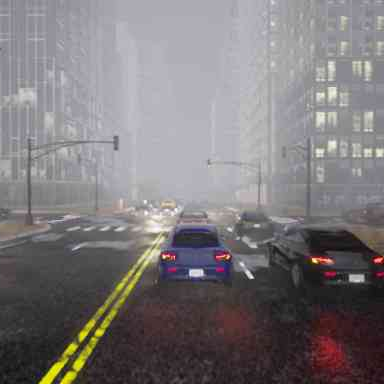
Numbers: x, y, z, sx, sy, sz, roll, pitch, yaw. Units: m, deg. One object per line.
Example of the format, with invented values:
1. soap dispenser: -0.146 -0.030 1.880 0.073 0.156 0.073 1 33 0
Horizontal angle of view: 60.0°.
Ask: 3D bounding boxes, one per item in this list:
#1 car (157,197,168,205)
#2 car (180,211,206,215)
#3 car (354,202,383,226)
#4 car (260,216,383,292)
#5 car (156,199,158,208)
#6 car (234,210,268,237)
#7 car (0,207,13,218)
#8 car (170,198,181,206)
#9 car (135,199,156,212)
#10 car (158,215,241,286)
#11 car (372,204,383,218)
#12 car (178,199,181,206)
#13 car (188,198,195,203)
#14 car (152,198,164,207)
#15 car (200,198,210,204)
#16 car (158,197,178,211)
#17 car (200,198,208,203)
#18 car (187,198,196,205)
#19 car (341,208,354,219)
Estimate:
1. car: -6.601 1.980 75.416 2.097 1.767 4.553 0 0 0
2. car: 0.076 1.797 20.580 1.895 1.301 4.718 0 -1 0
3. car: 16.167 1.764 26.478 5.009 1.841 2.192 0 0 1
4. car: 3.339 1.605 9.048 1.812 1.442 4.674 0 -1 0
5. car: -6.655 1.977 56.137 1.837 1.490 4.892 0 0 0
6. car: 3.485 1.731 19.206 1.994 1.385 4.181 0 0 3
7. car: -18.499 1.632 29.576 4.892 1.490 1.837 1 0 2
8. car: -3.341 2.042 67.703 1.882 1.535 5.008 0 0 0
9. car: -6.659 1.942 46.398 2.033 1.411 5.357 0 0 0
10. car: 0.088 1.609 9.519 1.812 1.442 4.674 0 0 0
11. car: 21.764 1.964 34.771 4.829 1.417 1.752 0 0 1
12. car: -3.404 2.082 57.174 1.895 1.301 4.718 0 0 0
13. car: -0.116 2.313 87.691 1.895 1.301 4.718 0 0 0
14. car: -6.611 2.052 65.490 1.837 1.490 4.892 0 0 0
15. car: 3.145 2.248 79.056 1.895 1.301 4.718 0 0 0
16. car: -3.407 1.883 47.797 1.882 1.535 5.008 0 0 0
17. car: 3.131 2.282 89.226 1.994 1.385 4.181 0 0 0
18. car: -0.103 2.181 77.536 2.033 1.411 5.357 0 0 0
19. car: 16.750 1.978 32.254 4.181 1.385 1.994 0 0 1
